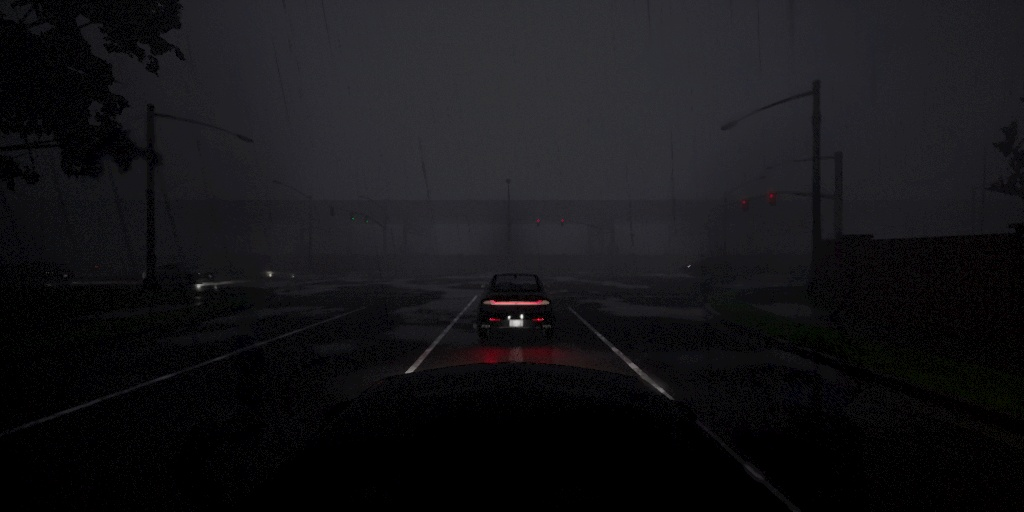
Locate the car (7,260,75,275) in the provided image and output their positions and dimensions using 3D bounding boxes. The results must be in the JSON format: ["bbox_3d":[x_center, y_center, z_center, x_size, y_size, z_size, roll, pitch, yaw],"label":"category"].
[{"bbox_3d":[-49.743,1.231,37.953,4.892,1.490,1.837,0,0,2],"label":"car"}]

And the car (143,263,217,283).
[{"bbox_3d":[-24.683,1.259,26.673,4.674,1.442,1.812,0,0,2],"label":"car"}]

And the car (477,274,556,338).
[{"bbox_3d":[0.099,1.237,10.137,2.128,1.511,4.902,0,0,0],"label":"car"}]

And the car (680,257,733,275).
[{"bbox_3d":[19.491,0.988,36.164,4.553,1.767,2.097,-1,0,2],"label":"car"}]

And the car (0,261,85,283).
[{"bbox_3d":[-36.008,1.225,27.032,4.902,1.511,2.128,0,0,2],"label":"car"}]

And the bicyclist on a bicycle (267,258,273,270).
[{"bbox_3d":[-31.583,1.020,46.803,0.582,1.620,1.656,0,0,-33],"label":"bicyclist on a bicycle"}]

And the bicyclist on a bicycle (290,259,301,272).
[{"bbox_3d":[-27.031,1.174,44.712,0.582,1.620,1.656,0,0,14],"label":"bicyclist on a bicycle"}]

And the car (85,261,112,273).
[{"bbox_3d":[-49.647,1.271,41.451,5.357,1.411,2.033,0,0,2],"label":"car"}]
